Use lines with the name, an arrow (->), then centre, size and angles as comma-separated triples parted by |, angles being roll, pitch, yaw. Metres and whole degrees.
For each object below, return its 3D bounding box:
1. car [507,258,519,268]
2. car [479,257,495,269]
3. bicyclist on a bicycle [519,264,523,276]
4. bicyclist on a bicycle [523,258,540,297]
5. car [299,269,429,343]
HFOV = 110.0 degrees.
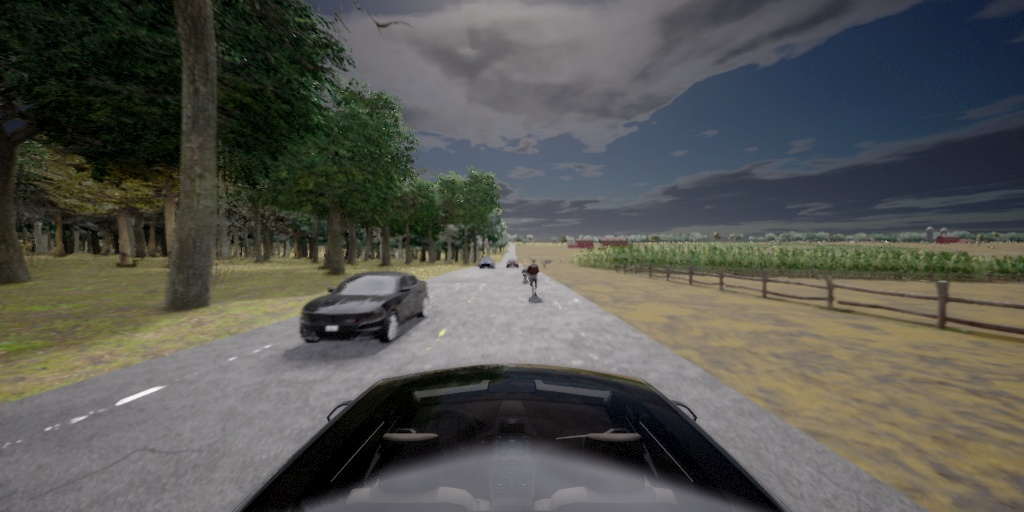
car -> 0.099, 1.196, 57.506 | 1.895, 1.301, 4.718 | 0, 0, 0
car -> -3.540, 0.923, 50.979 | 2.097, 1.767, 4.553 | 0, 0, 0
bicyclist on a bicycle -> 0.956, 1.026, 25.320 | 0.866, 1.612, 1.509 | 0, 0, 0
bicyclist on a bicycle -> 0.968, 0.994, 16.433 | 0.659, 1.776, 1.843 | 0, 0, 0
car -> -3.585, 1.151, 9.615 | 1.882, 1.535, 5.008 | 0, 0, 0
